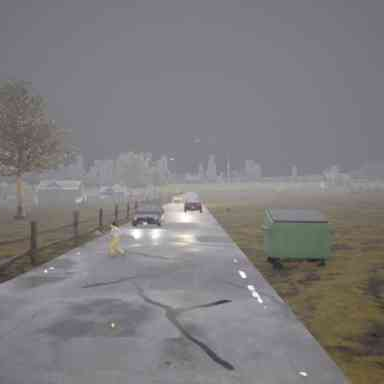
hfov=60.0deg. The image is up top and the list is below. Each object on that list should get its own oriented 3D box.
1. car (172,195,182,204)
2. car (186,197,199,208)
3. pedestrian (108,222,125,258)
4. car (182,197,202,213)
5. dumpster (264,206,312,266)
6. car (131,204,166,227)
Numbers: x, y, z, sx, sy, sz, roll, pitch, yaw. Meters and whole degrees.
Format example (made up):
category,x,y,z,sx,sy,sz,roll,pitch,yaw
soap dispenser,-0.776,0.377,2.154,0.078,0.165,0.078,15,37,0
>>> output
category,x,y,z,sx,sy,sz,roll,pitch,yaw
car,-2.760,1.397,63.696,1.882,1.535,5.008,0,0,1
car,0.089,1.481,47.146,1.812,1.442,4.674,0,0,0
pedestrian,-2.550,1.569,11.218,0.375,1.300,0.375,-1,1,-15
car,0.114,1.448,37.110,1.882,1.535,5.008,0,0,0
dumpster,3.145,1.391,11.174,1.020,1.700,1.940,1,1,0
car,-2.837,1.534,22.881,2.033,1.411,5.357,0,0,0
